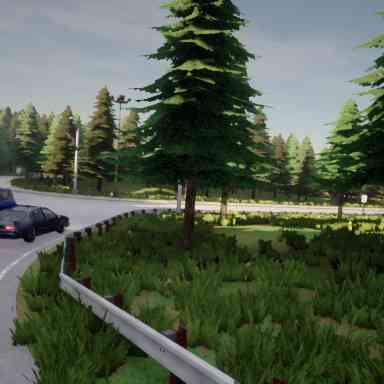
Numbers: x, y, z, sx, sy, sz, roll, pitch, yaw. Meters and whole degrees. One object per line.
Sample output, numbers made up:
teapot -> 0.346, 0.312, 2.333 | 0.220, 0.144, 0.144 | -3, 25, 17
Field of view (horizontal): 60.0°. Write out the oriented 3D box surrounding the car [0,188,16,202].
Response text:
car -> -10.747, 0.810, 16.096 | 2.150, 2.045, 5.566 | 4, 1, 1

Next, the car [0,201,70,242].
car -> -7.600, 1.372, 15.551 | 2.033, 1.411, 5.357 | 4, 1, 3
